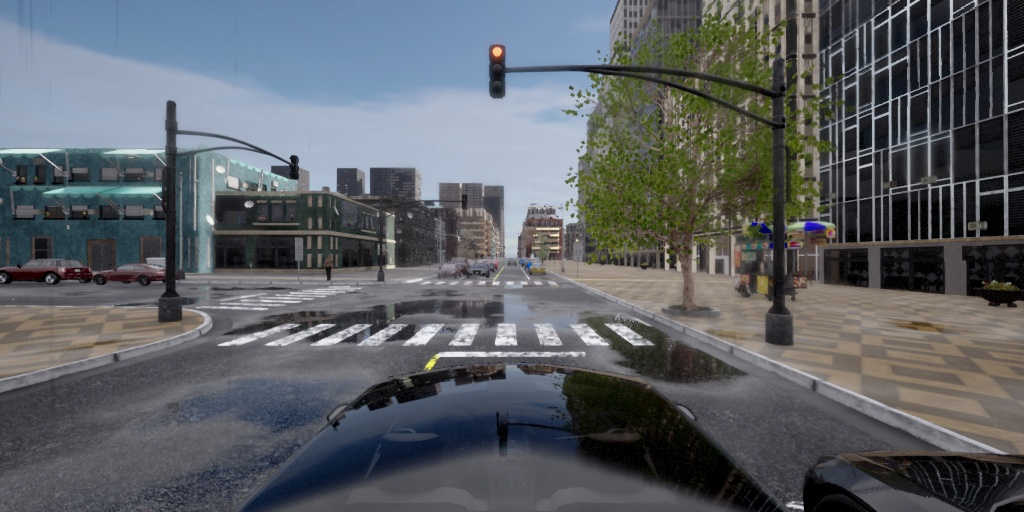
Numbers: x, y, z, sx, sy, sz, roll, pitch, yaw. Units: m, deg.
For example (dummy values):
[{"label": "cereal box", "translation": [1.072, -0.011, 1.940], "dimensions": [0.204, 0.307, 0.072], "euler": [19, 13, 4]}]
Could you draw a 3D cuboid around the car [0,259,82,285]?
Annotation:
[{"label": "car", "translation": [-28.363, 0.879, 21.751], "dimensions": [4.097, 1.591, 1.967], "euler": [0, 0, -1]}]

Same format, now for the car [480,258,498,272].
[{"label": "car", "translation": [-3.086, 1.317, 43.782], "dimensions": [1.994, 1.385, 4.181], "euler": [0, 0, 0]}]

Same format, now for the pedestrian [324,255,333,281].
[{"label": "pedestrian", "translation": [-12.742, 0.788, 24.916], "dimensions": [0.375, 1.860, 0.375], "euler": [0, -1, -1]}]

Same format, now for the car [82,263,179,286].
[{"label": "car", "translation": [-22.815, 1.090, 21.828], "dimensions": [4.207, 1.307, 1.802], "euler": [0, 0, -1]}]

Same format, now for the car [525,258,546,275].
[{"label": "car", "translation": [2.702, 1.278, 38.630], "dimensions": [1.751, 1.417, 4.829], "euler": [0, 0, 0]}]

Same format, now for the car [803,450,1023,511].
[{"label": "car", "translation": [2.691, 1.316, 0.431], "dimensions": [1.948, 1.339, 4.313], "euler": [0, 0, 0]}]

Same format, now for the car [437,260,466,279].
[{"label": "car", "translation": [-5.680, 1.334, 32.909], "dimensions": [1.802, 1.307, 4.207], "euler": [0, 0, 0]}]

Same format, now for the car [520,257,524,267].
[{"label": "car", "translation": [2.706, 1.305, 55.113], "dimensions": [2.007, 1.370, 4.403], "euler": [0, 0, 0]}]

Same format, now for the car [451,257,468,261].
[{"label": "car", "translation": [-5.679, 1.067, 38.460], "dimensions": [2.192, 1.841, 5.009], "euler": [0, 0, 0]}]

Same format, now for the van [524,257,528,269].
[{"label": "van", "translation": [2.703, 1.094, 44.011], "dimensions": [1.690, 1.789, 3.998], "euler": [0, 0, 0]}]

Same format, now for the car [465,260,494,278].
[{"label": "car", "translation": [-3.089, 1.316, 33.733], "dimensions": [1.994, 1.385, 4.181], "euler": [0, 0, 0]}]
